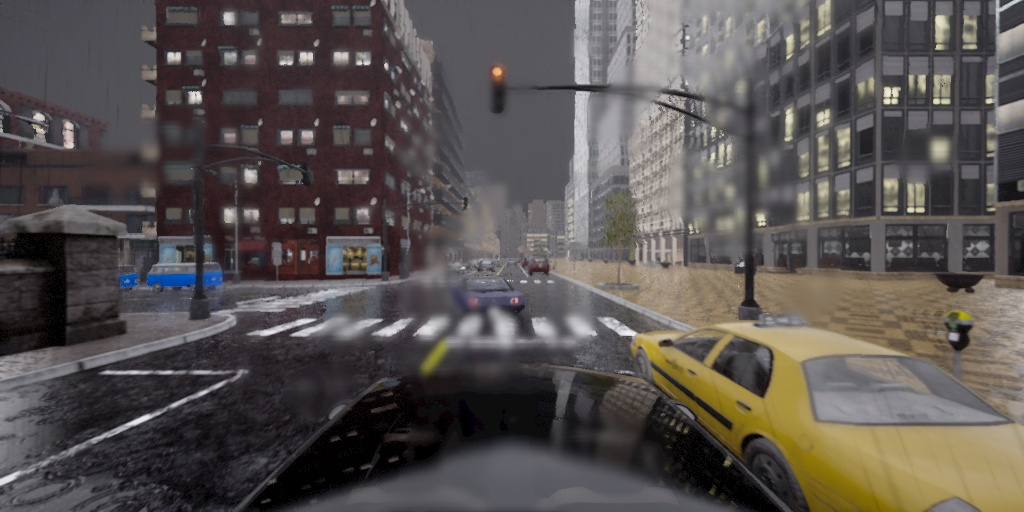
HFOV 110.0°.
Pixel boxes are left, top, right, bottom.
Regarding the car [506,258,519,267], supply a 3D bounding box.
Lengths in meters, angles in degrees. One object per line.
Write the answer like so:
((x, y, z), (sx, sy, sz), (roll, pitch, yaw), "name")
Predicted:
((-0.004, 1.144, 64.861), (2.128, 1.511, 4.902), (0, 0, 0), "car")

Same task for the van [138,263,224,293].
((-20.768, 1.344, 22.846), (3.998, 1.789, 1.690), (0, 0, -1), "van")

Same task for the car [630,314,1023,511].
((2.688, 1.271, 3.844), (1.751, 1.417, 4.829), (0, 0, 0), "car")

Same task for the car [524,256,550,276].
((2.688, 0.996, 36.087), (2.192, 1.841, 5.009), (0, 0, 0), "car")

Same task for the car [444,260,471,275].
((-5.692, 1.232, 36.086), (2.007, 1.370, 4.403), (0, 0, 0), "car")

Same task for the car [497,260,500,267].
((-3.049, 1.220, 60.623), (1.994, 1.385, 4.181), (0, 0, 1), "car")

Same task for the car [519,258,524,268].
((2.687, 0.972, 58.192), (2.192, 1.841, 5.009), (0, 0, 0), "car")

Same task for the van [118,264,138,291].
((-26.306, 1.434, 22.796), (3.998, 1.789, 1.690), (0, 0, -1), "van")

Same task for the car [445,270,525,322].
((-1.088, 1.362, 12.580), (1.895, 1.301, 4.718), (0, 0, -15), "car")

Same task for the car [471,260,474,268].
((-5.693, 1.212, 52.666), (2.007, 1.370, 4.403), (0, 0, 0), "car")

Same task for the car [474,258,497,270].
((-3.094, 1.198, 42.985), (1.812, 1.442, 4.674), (0, 0, 0), "car")
